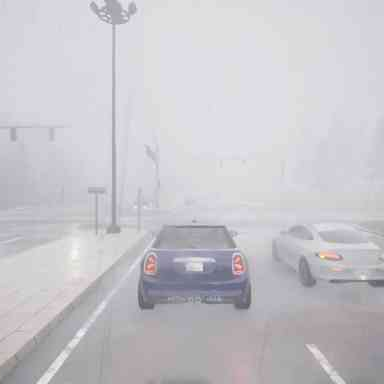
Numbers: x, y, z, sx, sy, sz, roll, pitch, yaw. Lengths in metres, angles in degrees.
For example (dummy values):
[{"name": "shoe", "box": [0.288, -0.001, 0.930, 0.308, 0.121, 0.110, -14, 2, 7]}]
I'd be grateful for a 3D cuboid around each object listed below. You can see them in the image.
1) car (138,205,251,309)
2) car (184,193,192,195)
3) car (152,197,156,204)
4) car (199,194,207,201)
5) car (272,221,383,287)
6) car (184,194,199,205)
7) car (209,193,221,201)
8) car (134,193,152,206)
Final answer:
[{"name": "car", "box": [0.058, 1.352, 8.018, 2.097, 1.767, 4.553, 0, 0, 0]}, {"name": "car", "box": [-0.777, 1.489, 85.342, 1.837, 1.490, 4.892, 0, 0, -1]}, {"name": "car", "box": [-8.464, 1.564, 65.614, 1.994, 1.385, 4.181, 0, 0, 0]}, {"name": "car", "box": [2.723, 1.513, 85.405, 1.812, 1.442, 4.674, 0, 0, -1]}, {"name": "car", "box": [3.561, 1.526, 9.222, 1.812, 1.442, 4.674, 0, 0, 0]}, {"name": "car", "box": [-0.244, 1.526, 54.838, 1.812, 1.442, 4.674, 0, 0, -1]}, {"name": "car", "box": [6.228, 1.215, 85.139, 2.150, 2.045, 5.566, 0, 0, -1]}, {"name": "car", "box": [-8.343, 1.352, 55.668, 2.097, 1.767, 4.553, 0, 0, -1]}]
